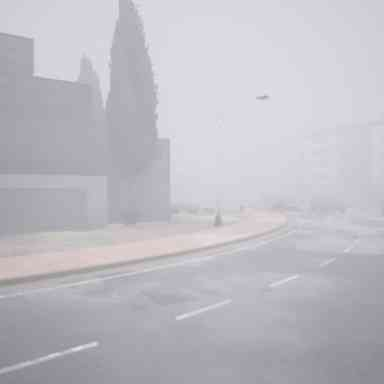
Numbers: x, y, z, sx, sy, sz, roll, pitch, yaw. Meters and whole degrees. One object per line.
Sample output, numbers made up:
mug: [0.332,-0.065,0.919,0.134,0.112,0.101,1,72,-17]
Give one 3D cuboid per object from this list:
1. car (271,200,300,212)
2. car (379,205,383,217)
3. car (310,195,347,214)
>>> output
car: [11.464,1.709,41.251,2.033,1.411,5.357,0,0,-7]
car: [18.195,1.562,29.318,2.128,1.511,4.902,0,0,10]
car: [15.217,1.347,37.573,2.150,2.045,5.566,0,0,-2]
